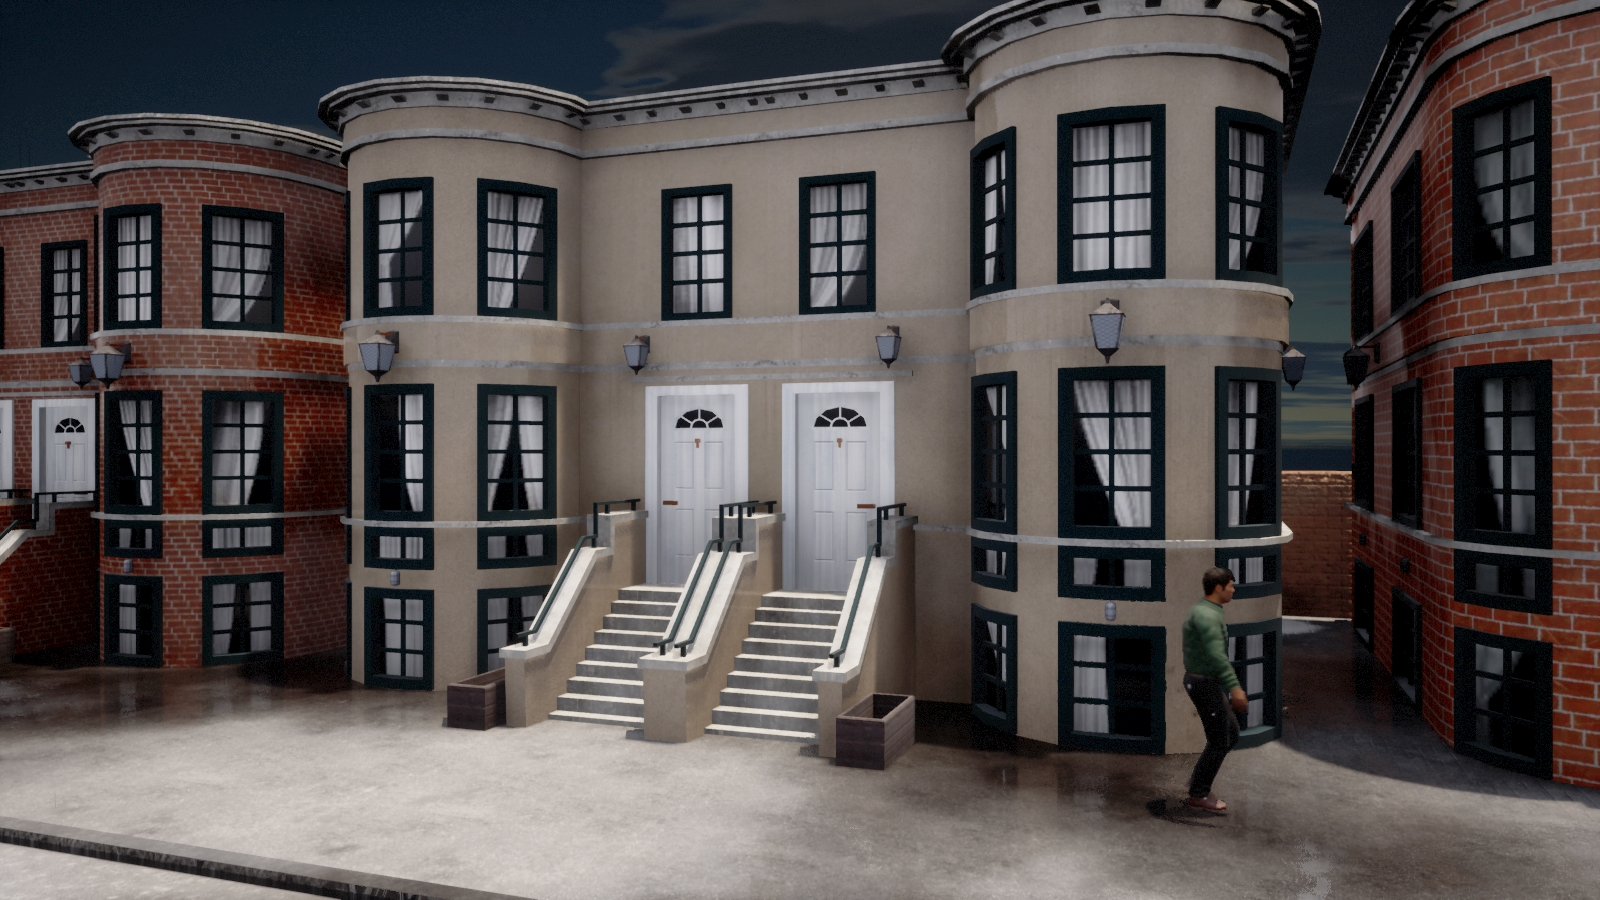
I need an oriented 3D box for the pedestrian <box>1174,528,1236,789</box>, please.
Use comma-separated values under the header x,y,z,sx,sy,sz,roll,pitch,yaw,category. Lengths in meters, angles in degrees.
x,y,z,sx,sy,sz,roll,pitch,yaw,category
3.005,1.525,8.495,0.375,1.860,0.375,0,0,10,pedestrian
